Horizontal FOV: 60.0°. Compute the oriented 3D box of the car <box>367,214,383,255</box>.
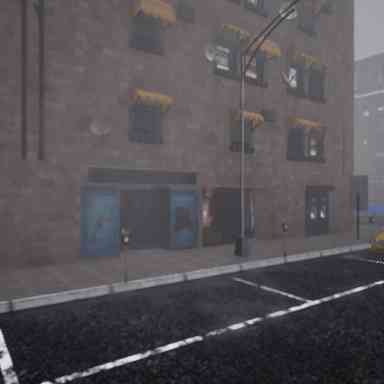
[{"bbox_3d":[8.675,1.659,12.756,4.829,1.417,1.752,1,-1,-36],"label":"car"}]

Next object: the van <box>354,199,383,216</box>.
[{"bbox_3d":[17.192,1.598,33.657,1.690,1.788,3.998,0,0,-36],"label":"van"}]
